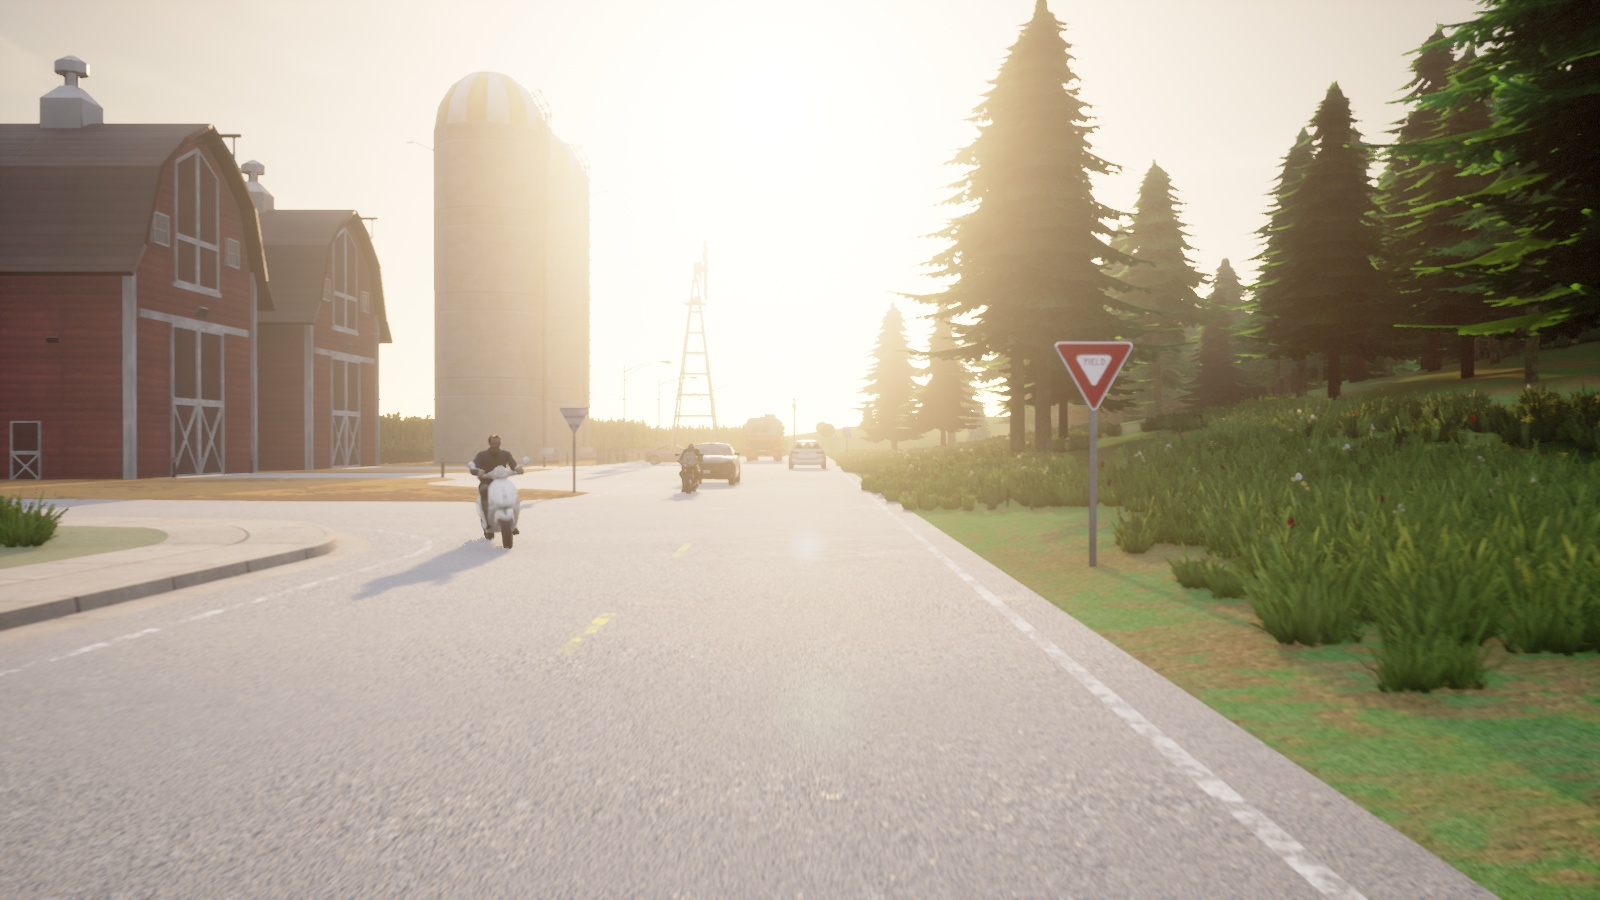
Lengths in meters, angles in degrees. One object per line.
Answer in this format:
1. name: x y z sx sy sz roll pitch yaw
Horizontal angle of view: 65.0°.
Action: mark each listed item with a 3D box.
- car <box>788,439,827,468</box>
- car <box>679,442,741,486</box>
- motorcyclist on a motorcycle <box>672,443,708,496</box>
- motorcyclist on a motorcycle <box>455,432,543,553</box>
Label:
1. car: 0.436 0.175 73.819 2.242 1.667 4.611 0 0 0
2. car: -3.224 0.463 45.876 1.882 1.535 5.008 0 0 0
3. motorcyclist on a motorcycle: -3.273 0.567 37.628 0.866 1.530 2.191 0 0 0
4. motorcyclist on a motorcycle: -4.319 0.560 17.920 0.866 1.590 1.817 -2 2 -24
